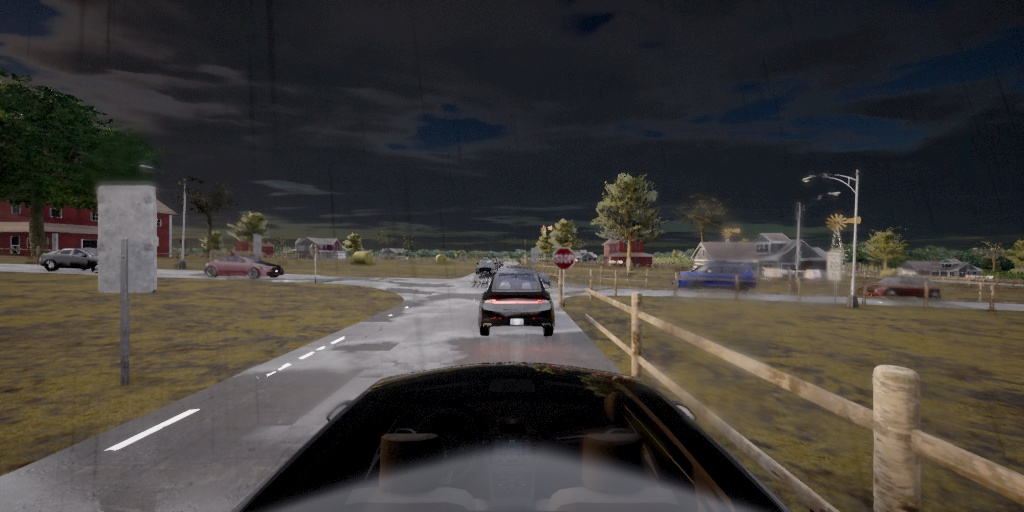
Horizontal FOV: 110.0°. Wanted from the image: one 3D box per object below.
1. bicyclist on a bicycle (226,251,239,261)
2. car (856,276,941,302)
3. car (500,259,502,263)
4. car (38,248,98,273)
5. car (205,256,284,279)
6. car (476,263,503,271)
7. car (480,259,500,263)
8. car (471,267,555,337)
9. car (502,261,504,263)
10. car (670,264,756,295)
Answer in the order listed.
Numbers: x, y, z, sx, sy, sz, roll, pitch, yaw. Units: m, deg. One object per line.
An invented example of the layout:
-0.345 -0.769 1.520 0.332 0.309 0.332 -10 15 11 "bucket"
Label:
-22.572 0.419 29.046 0.582 1.620 1.656 2 0 0 "bicyclist on a bicycle"
27.893 2.268 25.984 4.553 1.767 2.097 2 0 0 "car"
-2.757 1.296 49.575 1.837 1.490 4.892 0 0 0 "car"
-27.179 0.271 23.063 4.902 1.511 2.128 2 0 0 "car"
-17.124 0.716 23.056 4.181 1.385 1.994 2 0 0 "car"
0.104 1.355 21.953 5.357 1.411 2.033 2 -1 -44 "car"
-2.785 1.133 39.674 2.097 1.767 4.553 0 0 0 "car"
0.112 1.246 10.370 2.128 1.511 4.902 0 0 0 "car"
-2.732 1.357 59.864 2.033 1.411 5.357 0 0 1 "car"
14.546 1.602 25.995 5.566 2.045 2.150 2 0 0 "car"
